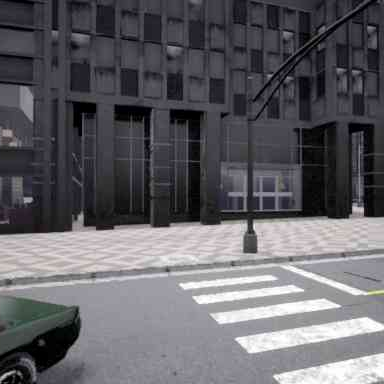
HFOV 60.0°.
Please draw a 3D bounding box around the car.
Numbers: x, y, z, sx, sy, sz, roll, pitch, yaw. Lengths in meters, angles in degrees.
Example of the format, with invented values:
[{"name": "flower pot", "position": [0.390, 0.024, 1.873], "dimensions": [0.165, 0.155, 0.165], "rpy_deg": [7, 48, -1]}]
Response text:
[{"name": "car", "position": [-3.135, 1.609, 2.381], "dimensions": [1.895, 1.301, 4.718], "rpy_deg": [-1, -1, 24]}]
